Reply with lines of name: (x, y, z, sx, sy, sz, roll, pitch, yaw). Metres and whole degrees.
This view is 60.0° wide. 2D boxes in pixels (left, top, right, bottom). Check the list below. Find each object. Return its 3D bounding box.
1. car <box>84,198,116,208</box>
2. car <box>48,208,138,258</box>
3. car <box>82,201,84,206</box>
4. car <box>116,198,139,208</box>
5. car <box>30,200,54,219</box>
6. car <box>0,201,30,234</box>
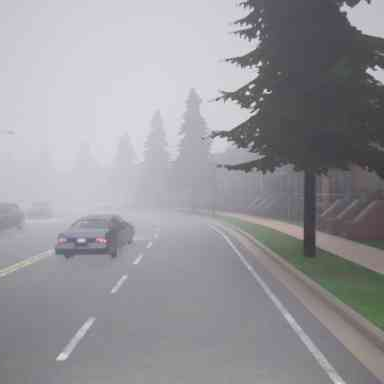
car: (-11.606, 1.621, 41.779, 1.895, 1.301, 4.718, 0, 0, -35)
car: (-3.469, 1.553, 12.804, 2.033, 1.411, 5.357, 0, 0, -1)
car: (-15.075, 1.626, 51.484, 4.718, 1.301, 1.895, 0, 0, 43)
car: (-8.666, 1.523, 43.699, 1.837, 1.490, 4.892, 0, 0, -35)
car: (-13.531, 1.521, 29.807, 1.837, 1.490, 4.892, 0, 0, -21)
car: (-10.987, 1.365, 18.219, 2.097, 1.767, 4.553, 0, 0, -5)
